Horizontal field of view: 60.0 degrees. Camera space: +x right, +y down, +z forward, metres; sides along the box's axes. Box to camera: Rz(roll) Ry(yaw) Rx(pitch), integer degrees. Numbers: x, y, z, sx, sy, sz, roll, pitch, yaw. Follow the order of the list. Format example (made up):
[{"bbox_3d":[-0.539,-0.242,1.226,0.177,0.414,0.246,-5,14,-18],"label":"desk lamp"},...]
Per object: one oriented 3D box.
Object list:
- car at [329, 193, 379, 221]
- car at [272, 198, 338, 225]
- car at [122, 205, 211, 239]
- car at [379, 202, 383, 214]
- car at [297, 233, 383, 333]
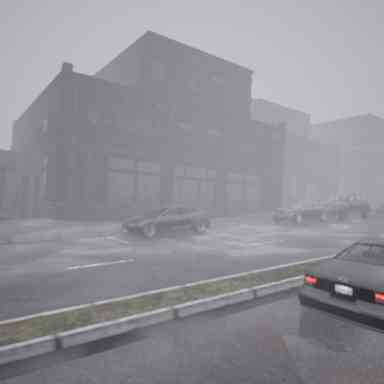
[{"bbox_3d":[12.234,1.134,26.815,5.566,2.045,2.435,0,0,-36],"label":"car"},{"bbox_3d":[7.780,1.394,23.607,4.892,1.521,2.231,0,0,-36],"label":"car"},{"bbox_3d":[-1.221,1.438,17.131,4.792,1.488,2.163,0,0,-36],"label":"car"},{"bbox_3d":[19.847,1.374,32.366,4.892,1.521,2.231,0,0,-35],"label":"car"},{"bbox_3d":[4.353,1.536,6.552,5.357,1.411,2.033,0,0,-36],"label":"car"}]
